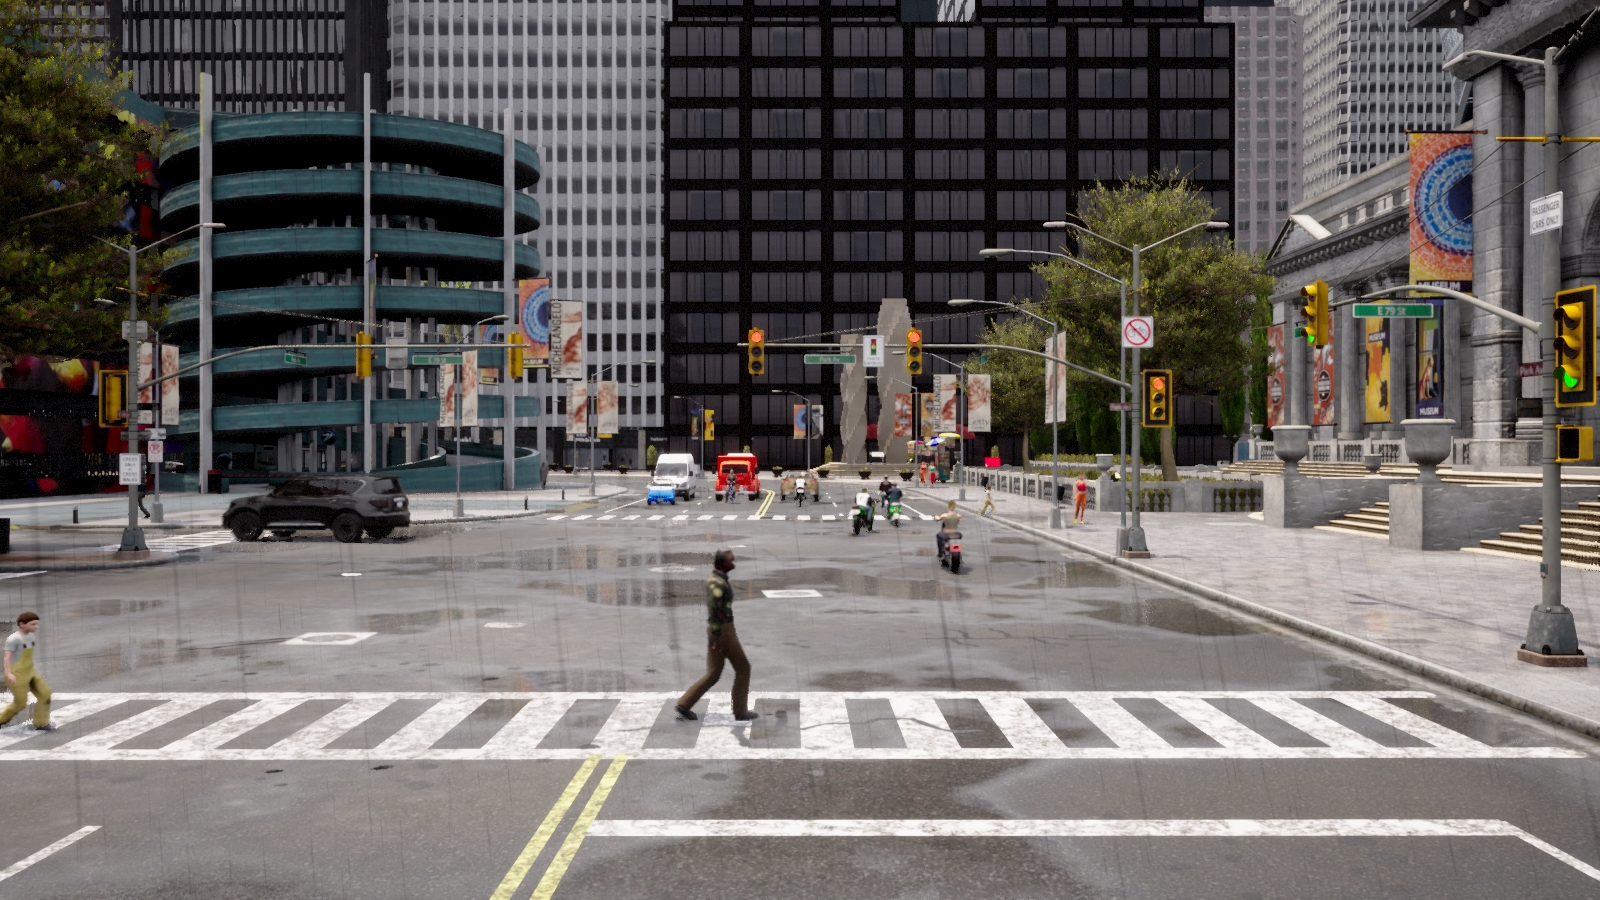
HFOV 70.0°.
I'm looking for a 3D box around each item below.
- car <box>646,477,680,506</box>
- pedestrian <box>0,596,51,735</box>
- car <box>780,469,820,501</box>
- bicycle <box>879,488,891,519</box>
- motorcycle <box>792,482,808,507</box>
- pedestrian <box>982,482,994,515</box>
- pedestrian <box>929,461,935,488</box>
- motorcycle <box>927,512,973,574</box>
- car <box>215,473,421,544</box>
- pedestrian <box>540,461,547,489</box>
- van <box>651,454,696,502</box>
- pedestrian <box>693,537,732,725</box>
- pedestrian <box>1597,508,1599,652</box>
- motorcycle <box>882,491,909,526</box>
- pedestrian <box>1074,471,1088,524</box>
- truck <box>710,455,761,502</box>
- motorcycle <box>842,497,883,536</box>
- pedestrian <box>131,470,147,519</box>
[{"bbox_3d":[-6.988,2.098,58.266,1.481,1.376,2.207,0,0,0],"label":"car"},{"bbox_3d":[-7.750,2.124,11.339,0.375,1.300,0.375,0,0,4],"label":"pedestrian"},{"bbox_3d":[-0.009,1.967,64.669,2.152,1.651,5.027,0,0,0],"label":"car"},{"bbox_3d":[3.501,2.192,47.076,0.329,1.171,1.835,0,0,0],"label":"bicycle"},{"bbox_3d":[-0.003,2.191,56.815,0.803,1.145,2.033,0,0,0],"label":"motorcycle"},{"bbox_3d":[7.659,1.981,46.573,0.375,1.300,0.375,0,0,33],"label":"pedestrian"},{"bbox_3d":[8.969,1.666,77.676,0.375,1.860,0.375,0,0,-1],"label":"pedestrian"},{"bbox_3d":[3.502,2.159,26.850,0.764,1.277,2.356,0,0,0],"label":"motorcycle"},{"bbox_3d":[-14.875,1.765,35.392,5.566,2.045,2.150,0,0,8],"label":"car"},{"bbox_3d":[-16.964,1.667,75.554,0.375,1.860,0.375,0,0,-9],"label":"pedestrian"},{"bbox_3d":[-7.042,1.510,64.165,1.988,2.561,5.915,0,0,-1],"label":"van"},{"bbox_3d":[-0.900,1.843,11.718,0.375,1.860,0.375,0,0,-8],"label":"pedestrian"},{"bbox_3d":[10.561,1.690,14.688,0.375,1.860,0.375,0,0,2],"label":"pedestrian"},{"bbox_3d":[3.526,2.166,42.532,0.856,1.236,1.805,0,0,0],"label":"motorcycle"},{"bbox_3d":[9.893,1.680,40.271,0.375,1.860,0.375,0,0,-6],"label":"pedestrian"},{"bbox_3d":[-3.541,1.543,64.074,2.627,2.467,5.204,0,0,-1],"label":"truck"},{"bbox_3d":[2.110,2.198,38.068,0.803,1.145,2.033,0,0,20],"label":"motorcycle"},{"bbox_3d":[-25.042,1.679,43.289,0.375,1.860,0.375,0,0,5],"label":"pedestrian"}]
